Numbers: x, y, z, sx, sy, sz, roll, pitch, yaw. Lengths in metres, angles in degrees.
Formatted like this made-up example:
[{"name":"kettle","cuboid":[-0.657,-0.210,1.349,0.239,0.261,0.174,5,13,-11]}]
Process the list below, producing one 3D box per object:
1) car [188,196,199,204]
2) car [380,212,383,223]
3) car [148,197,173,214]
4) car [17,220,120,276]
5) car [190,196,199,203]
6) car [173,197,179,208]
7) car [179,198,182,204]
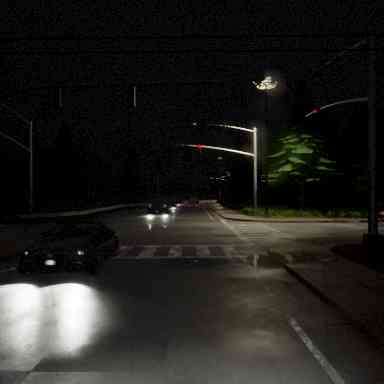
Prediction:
[{"name":"car","cuboid":[0.312,1.689,65.344,1.812,1.442,4.674,0,0,2]},{"name":"car","cuboid":[15.142,1.485,22.020,5.008,1.535,1.882,0,0,1]},{"name":"car","cuboid":[-3.615,1.465,36.735,2.097,1.767,4.553,0,0,0]},{"name":"car","cuboid":[-3.610,1.612,10.447,1.994,1.385,4.181,0,0,0]},{"name":"car","cuboid":[0.631,1.629,75.652,1.837,1.490,4.892,0,0,2]},{"name":"car","cuboid":[-3.569,1.658,52.220,1.837,1.490,4.892,0,-1,1]},{"name":"car","cuboid":[-3.188,1.750,67.489,1.994,1.385,4.181,0,0,2]}]
